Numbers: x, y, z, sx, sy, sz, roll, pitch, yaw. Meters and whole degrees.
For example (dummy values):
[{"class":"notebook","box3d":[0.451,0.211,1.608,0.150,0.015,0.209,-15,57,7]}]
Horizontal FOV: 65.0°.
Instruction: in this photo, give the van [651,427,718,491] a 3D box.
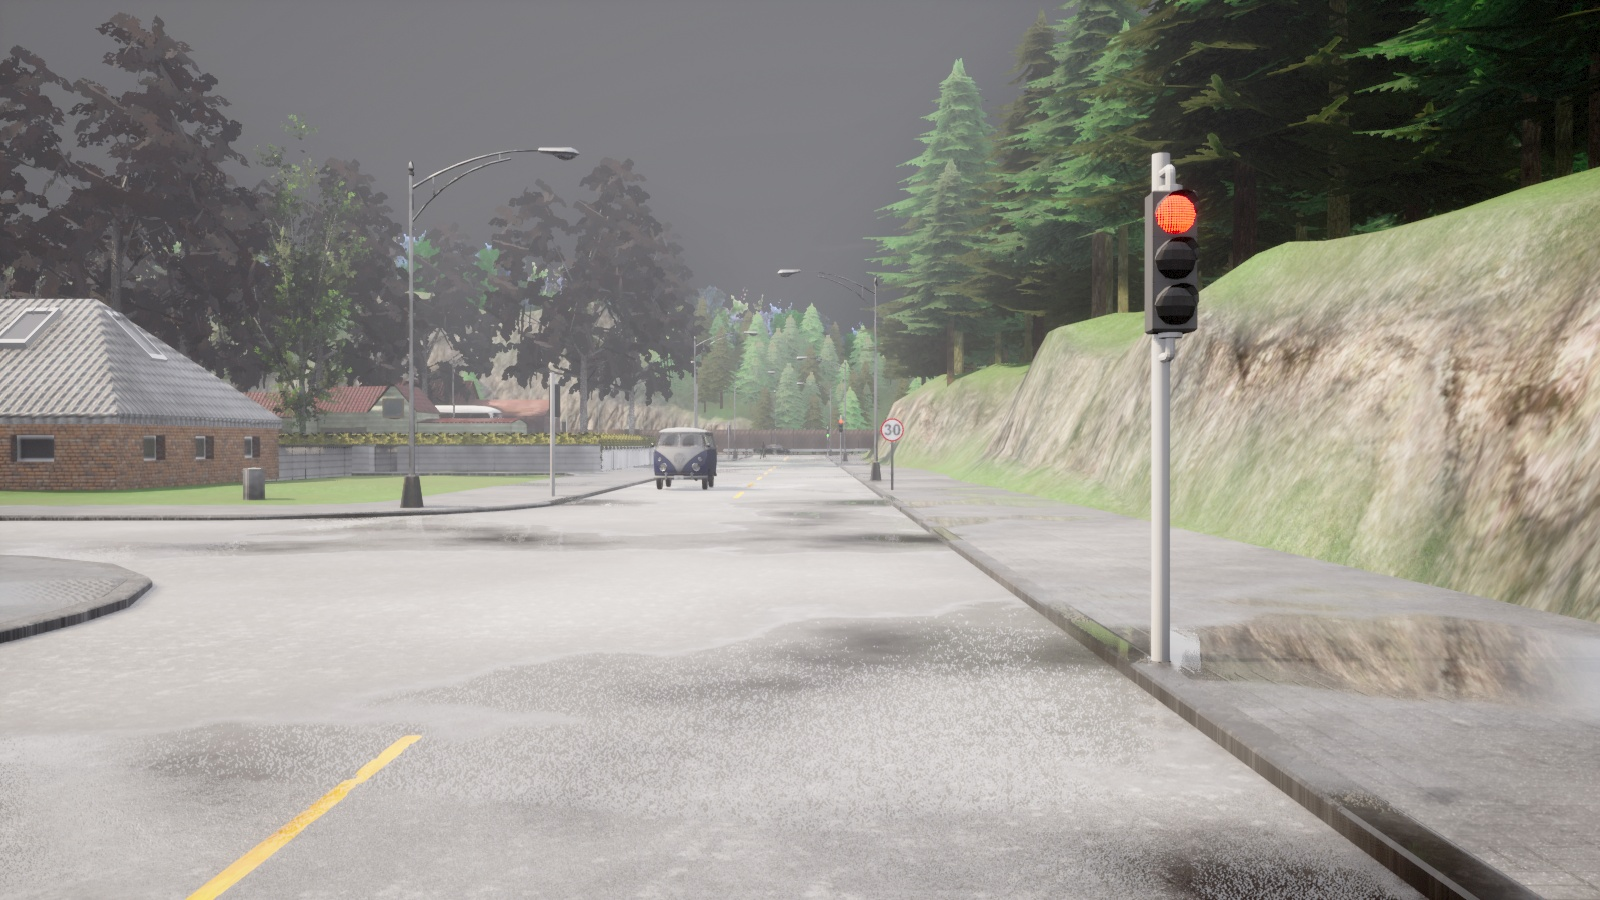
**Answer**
[{"class":"van","box3d":[-3.750,0.263,41.344,1.775,1.987,4.442,0,0,0]}]

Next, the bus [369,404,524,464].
[{"class":"bus","box3d":[-25.862,-1.171,92.225,10.273,4.253,3.944,0,0,0]}]
